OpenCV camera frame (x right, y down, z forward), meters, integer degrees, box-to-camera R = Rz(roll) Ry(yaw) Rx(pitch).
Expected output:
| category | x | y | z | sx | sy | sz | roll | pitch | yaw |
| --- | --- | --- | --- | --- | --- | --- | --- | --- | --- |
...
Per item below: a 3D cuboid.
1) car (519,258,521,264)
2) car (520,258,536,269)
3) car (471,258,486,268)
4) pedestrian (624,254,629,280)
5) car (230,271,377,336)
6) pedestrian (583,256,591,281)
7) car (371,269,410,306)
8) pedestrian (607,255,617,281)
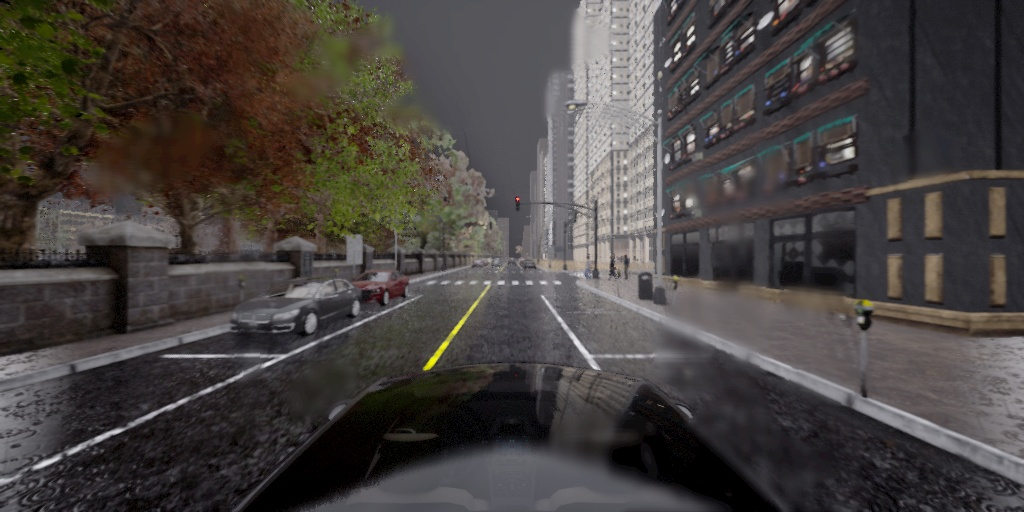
| category | x | y | z | sx | sy | sz | roll | pitch | yaw |
| --- | --- | --- | --- | --- | --- | --- | --- | --- | --- |
| car | 2.670 | 1.278 | 59.288 | 1.948 | 1.339 | 4.313 | 0 | 0 | 0 |
| car | 2.672 | 1.279 | 53.656 | 1.948 | 1.339 | 4.313 | 0 | 0 | 0 |
| car | -5.710 | 1.293 | 59.286 | 1.802 | 1.307 | 4.207 | 0 | 0 | 0 |
| pedestrian | 8.127 | 0.755 | 25.614 | 0.375 | 1.860 | 0.375 | 0 | 0 | 0 |
| car | -5.772 | 1.290 | 10.195 | 2.007 | 1.370 | 4.403 | 0 | 0 | 0 |
| pedestrian | 5.567 | 0.863 | 26.213 | 0.375 | 1.860 | 0.375 | 0 | 0 | 0 |
| car | -5.825 | 1.279 | 15.735 | 1.888 | 1.381 | 4.507 | 0 | 0 | 0 |
| pedestrian | 7.010 | 0.838 | 25.014 | 0.375 | 1.860 | 0.375 | 0 | 0 | 0 |
